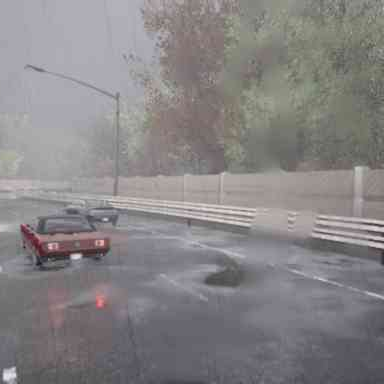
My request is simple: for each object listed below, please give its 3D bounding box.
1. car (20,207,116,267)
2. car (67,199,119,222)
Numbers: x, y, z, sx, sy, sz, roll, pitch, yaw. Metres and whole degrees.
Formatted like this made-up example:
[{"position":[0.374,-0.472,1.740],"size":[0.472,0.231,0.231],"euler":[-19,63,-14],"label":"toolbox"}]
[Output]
[{"position":[-4.271,1.373,10.677],"size":[1.895,1.301,4.718],"euler":[1,1,-33],"label":"car"},{"position":[-5.827,1.131,18.877],"size":[2.128,1.511,4.902],"euler":[1,1,-37],"label":"car"}]
